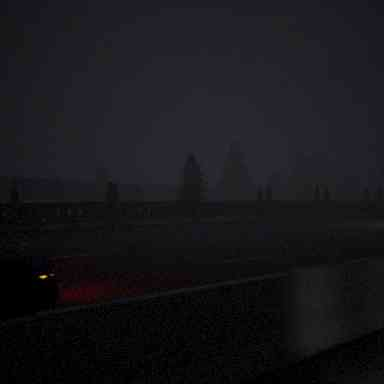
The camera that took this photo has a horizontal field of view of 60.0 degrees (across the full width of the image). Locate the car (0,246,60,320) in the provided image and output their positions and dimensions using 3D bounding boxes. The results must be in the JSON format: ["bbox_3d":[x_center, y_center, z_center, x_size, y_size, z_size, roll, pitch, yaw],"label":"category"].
[{"bbox_3d":[-4.470,1.498,4.946,4.674,1.442,1.812,0,0,-35],"label":"car"}]
